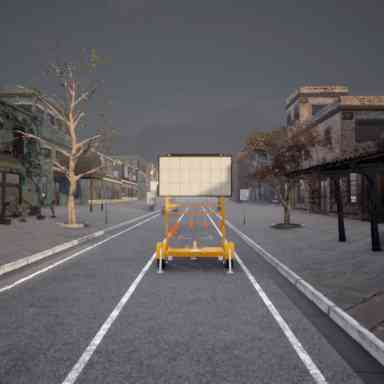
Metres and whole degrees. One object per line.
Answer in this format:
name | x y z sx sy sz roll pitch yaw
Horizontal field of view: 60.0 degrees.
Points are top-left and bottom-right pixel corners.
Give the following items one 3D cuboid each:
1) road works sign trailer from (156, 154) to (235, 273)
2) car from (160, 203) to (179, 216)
road works sign trailer | 0.108 0.552 10.922 2.380 3.560 2.880 0 -1 1
car | -2.603 2.006 39.234 2.128 1.511 4.902 0 -1 1
